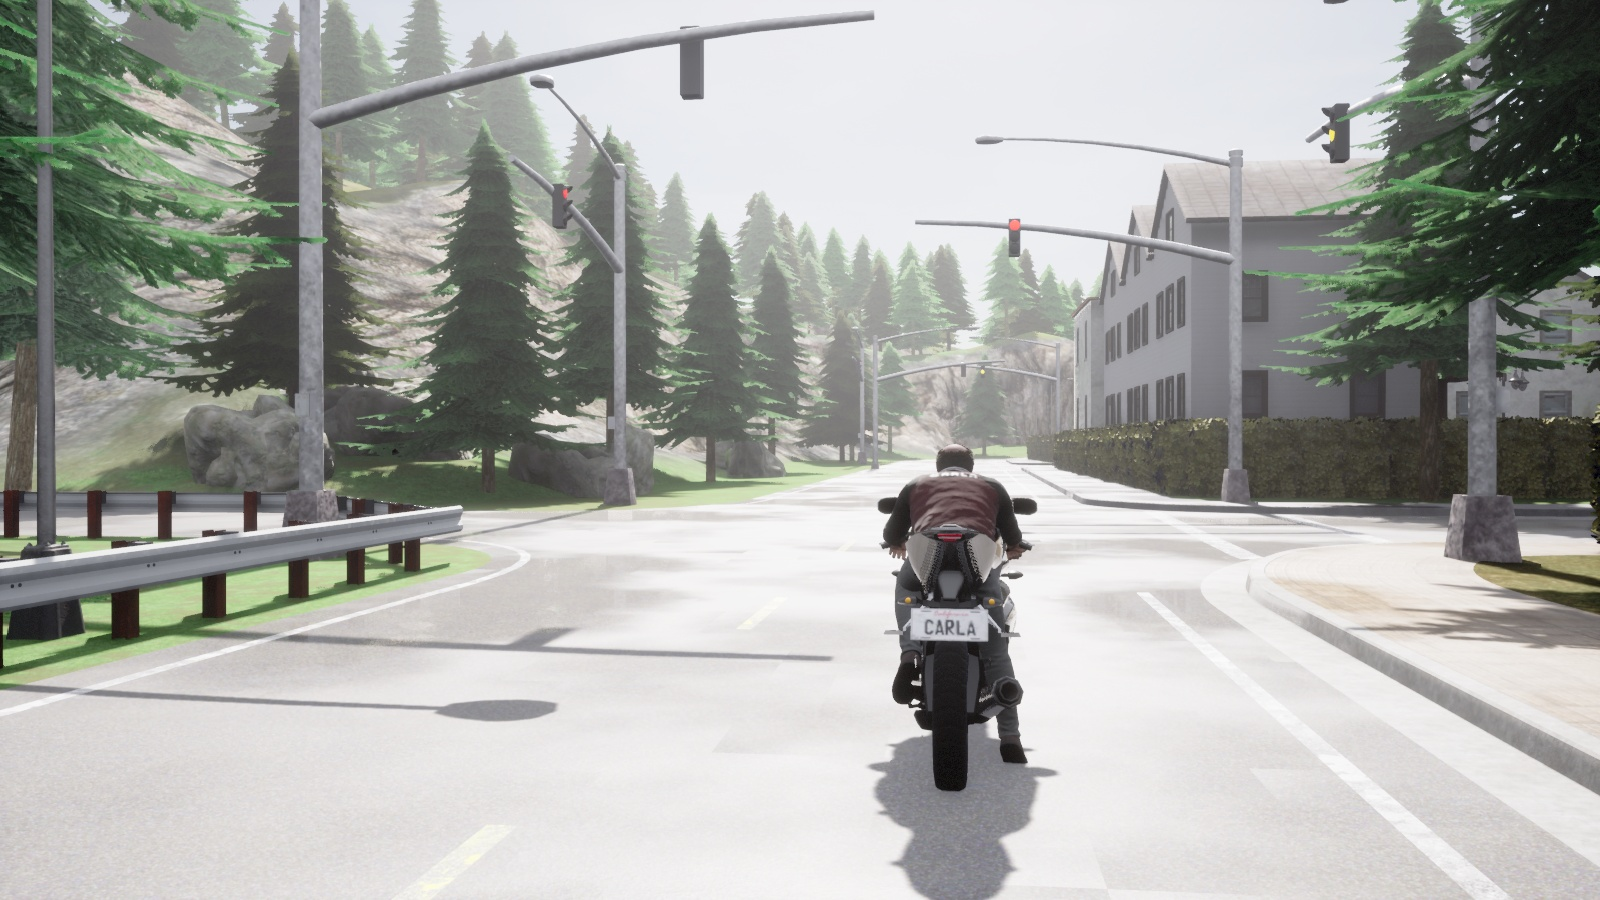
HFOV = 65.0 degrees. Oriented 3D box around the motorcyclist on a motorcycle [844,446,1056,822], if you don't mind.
[{"bbox_3d":[0.770,0.747,6.268,0.866,1.530,2.191,0,0,8],"label":"motorcyclist on a motorcycle"}]
